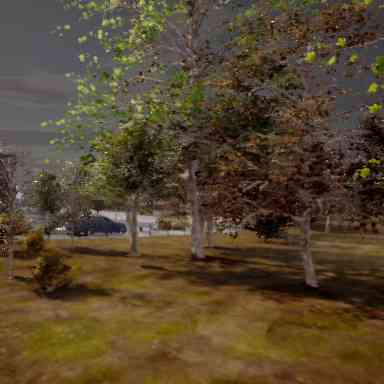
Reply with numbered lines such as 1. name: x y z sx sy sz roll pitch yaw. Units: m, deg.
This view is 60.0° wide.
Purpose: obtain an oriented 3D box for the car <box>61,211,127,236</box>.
1. car: -7.026 2.475 25.116 1.812 1.442 4.674 1 -4 39

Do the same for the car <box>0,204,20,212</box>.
1. car: -46.135 4.033 83.826 2.185 1.767 4.553 0 1 19

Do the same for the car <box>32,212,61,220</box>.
1. car: -20.693 4.308 46.733 5.566 2.045 2.435 0 0 17

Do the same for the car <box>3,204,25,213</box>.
1. car: -43.798 4.059 81.943 2.185 1.767 4.553 1 1 19

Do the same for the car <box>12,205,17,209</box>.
1. car: -39.151 4.114 78.120 2.185 1.767 4.553 0 1 19

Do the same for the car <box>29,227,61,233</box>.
1. car: -12.717 4.471 29.215 5.566 2.045 2.435 1 1 17

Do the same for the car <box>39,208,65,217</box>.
1. car: -29.701 4.345 70.810 1.946 1.575 5.366 0 1 19

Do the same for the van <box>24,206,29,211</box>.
1. van: -34.483 4.071 74.273 1.878 1.987 4.442 1 1 19

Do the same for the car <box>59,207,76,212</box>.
1. car: -25.063 4.156 66.851 2.435 2.045 5.566 1 1 19

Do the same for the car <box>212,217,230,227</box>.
1. car: 4.275 4.078 49.250 2.150 2.045 5.566 1 -2 -7

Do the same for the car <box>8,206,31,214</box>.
1. car: -41.476 4.252 80.033 2.002 1.452 4.674 0 1 19

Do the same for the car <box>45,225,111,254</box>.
1. car: -10.832 4.472 31.626 5.566 2.045 2.435 1 1 17

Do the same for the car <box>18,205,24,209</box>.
1. car: -36.785 4.267 76.273 2.097 1.535 5.008 1 1 19
